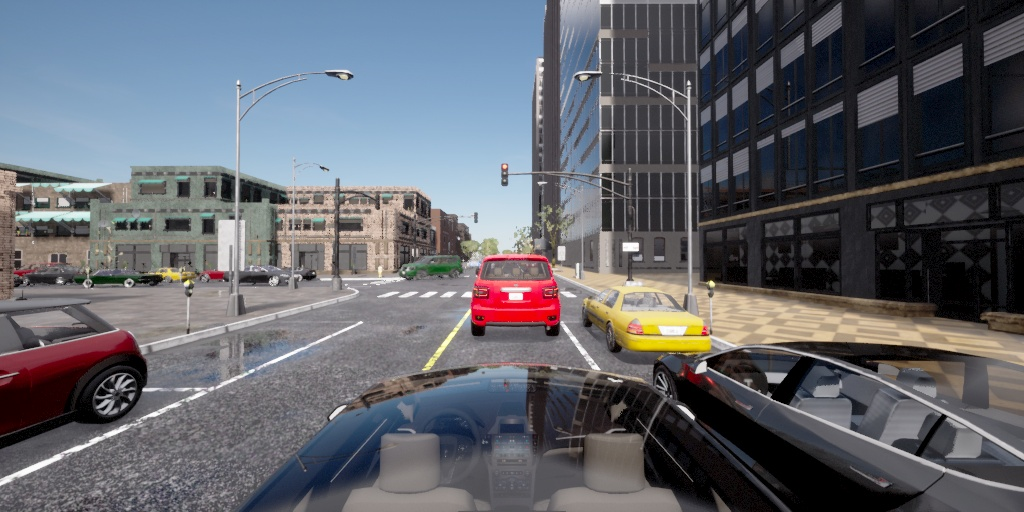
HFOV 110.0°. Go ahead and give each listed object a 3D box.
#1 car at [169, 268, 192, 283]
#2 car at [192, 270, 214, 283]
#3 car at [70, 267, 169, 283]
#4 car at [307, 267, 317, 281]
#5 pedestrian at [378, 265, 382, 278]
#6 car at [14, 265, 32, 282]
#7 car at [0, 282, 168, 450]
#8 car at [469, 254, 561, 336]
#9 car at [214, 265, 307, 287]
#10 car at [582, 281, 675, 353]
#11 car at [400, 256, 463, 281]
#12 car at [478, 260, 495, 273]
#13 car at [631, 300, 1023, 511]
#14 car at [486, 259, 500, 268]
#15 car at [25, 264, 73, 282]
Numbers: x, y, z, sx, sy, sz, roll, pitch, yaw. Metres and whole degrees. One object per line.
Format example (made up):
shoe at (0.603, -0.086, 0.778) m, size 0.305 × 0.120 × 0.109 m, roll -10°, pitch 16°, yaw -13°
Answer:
car at (-30.747, 1.627, 31.590) m, size 4.829 × 1.417 × 1.751 m, roll 0°, pitch 0°, yaw 1°
car at (-25.029, 1.488, 31.531) m, size 4.097 × 1.591 × 1.967 m, roll 0°, pitch 0°, yaw 1°
car at (-28.095, 1.587, 25.779) m, size 4.718 × 1.301 × 1.895 m, roll -1°, pitch -1°, yaw 1°
car at (-19.481, 1.561, 31.472) m, size 4.313 × 1.339 × 1.948 m, roll 0°, pitch 0°, yaw 1°
pedestrian at (-12.620, 1.398, 34.355) m, size 0.375 × 1.300 × 0.375 m, roll 0°, pitch 0°, yaw 1°
car at (-38.508, 1.591, 25.901) m, size 4.892 × 1.490 × 1.837 m, roll -1°, pitch -1°, yaw 1°
car at (-5.693, 1.190, 2.843) m, size 1.967 × 1.591 × 4.097 m, roll 0°, pitch 0°, yaw 0°
car at (0.080, 0.975, 10.497) m, size 2.150 × 2.045 × 5.566 m, roll 0°, pitch 0°, yaw 0°
car at (-17.892, 1.381, 25.691) m, size 4.902 × 1.511 × 2.128 m, roll -1°, pitch -1°, yaw 2°
car at (2.812, 1.277, 8.622) m, size 1.751 × 1.417 × 4.829 m, roll 0°, pitch 0°, yaw 0°
car at (-6.721, 0.991, 30.595) m, size 2.150 × 2.045 × 5.566 m, roll 1°, pitch 1°, yaw 43°
car at (-3.202, 1.291, 45.999) m, size 1.812 × 1.442 × 4.674 m, roll 0°, pitch 0°, yaw 0°
car at (2.655, 1.316, 2.809) m, size 1.948 × 1.339 × 4.313 m, roll 0°, pitch 0°, yaw 0°
car at (-3.215, 1.320, 62.133) m, size 2.033 × 1.411 × 5.357 m, roll 0°, pitch 0°, yaw 0°
car at (-36.862, 1.627, 29.071) m, size 4.892 × 1.490 × 1.837 m, roll 0°, pitch -1°, yaw 1°
